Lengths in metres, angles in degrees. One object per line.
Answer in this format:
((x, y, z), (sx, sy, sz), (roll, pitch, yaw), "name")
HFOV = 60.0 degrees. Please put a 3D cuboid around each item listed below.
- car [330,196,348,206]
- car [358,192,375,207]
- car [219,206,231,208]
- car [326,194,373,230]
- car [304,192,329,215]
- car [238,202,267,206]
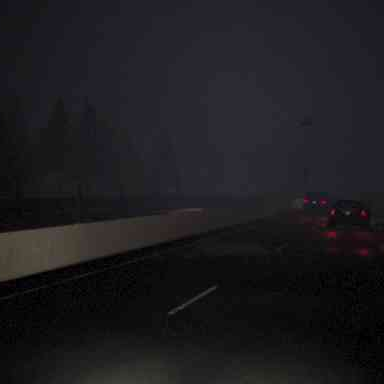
((22.003, 1.315, 49.750), (1.994, 1.385, 4.181), (0, 0, 29), "car")
((24.858, 0.979, 47.680), (2.150, 2.045, 5.566), (0, 0, 29), "car")
((4.758, 1.366, 40.693), (1.994, 1.385, 4.181), (0, 0, 29), "car")
((9.954, 1.248, 20.872), (2.097, 1.767, 4.553), (0, 0, 29), "car")
((12.397, 1.057, 32.470), (2.150, 2.045, 5.566), (0, 0, 29), "car")
((7.157, 1.293, 37.820), (1.882, 1.535, 5.008), (0, 0, 29), "car")
